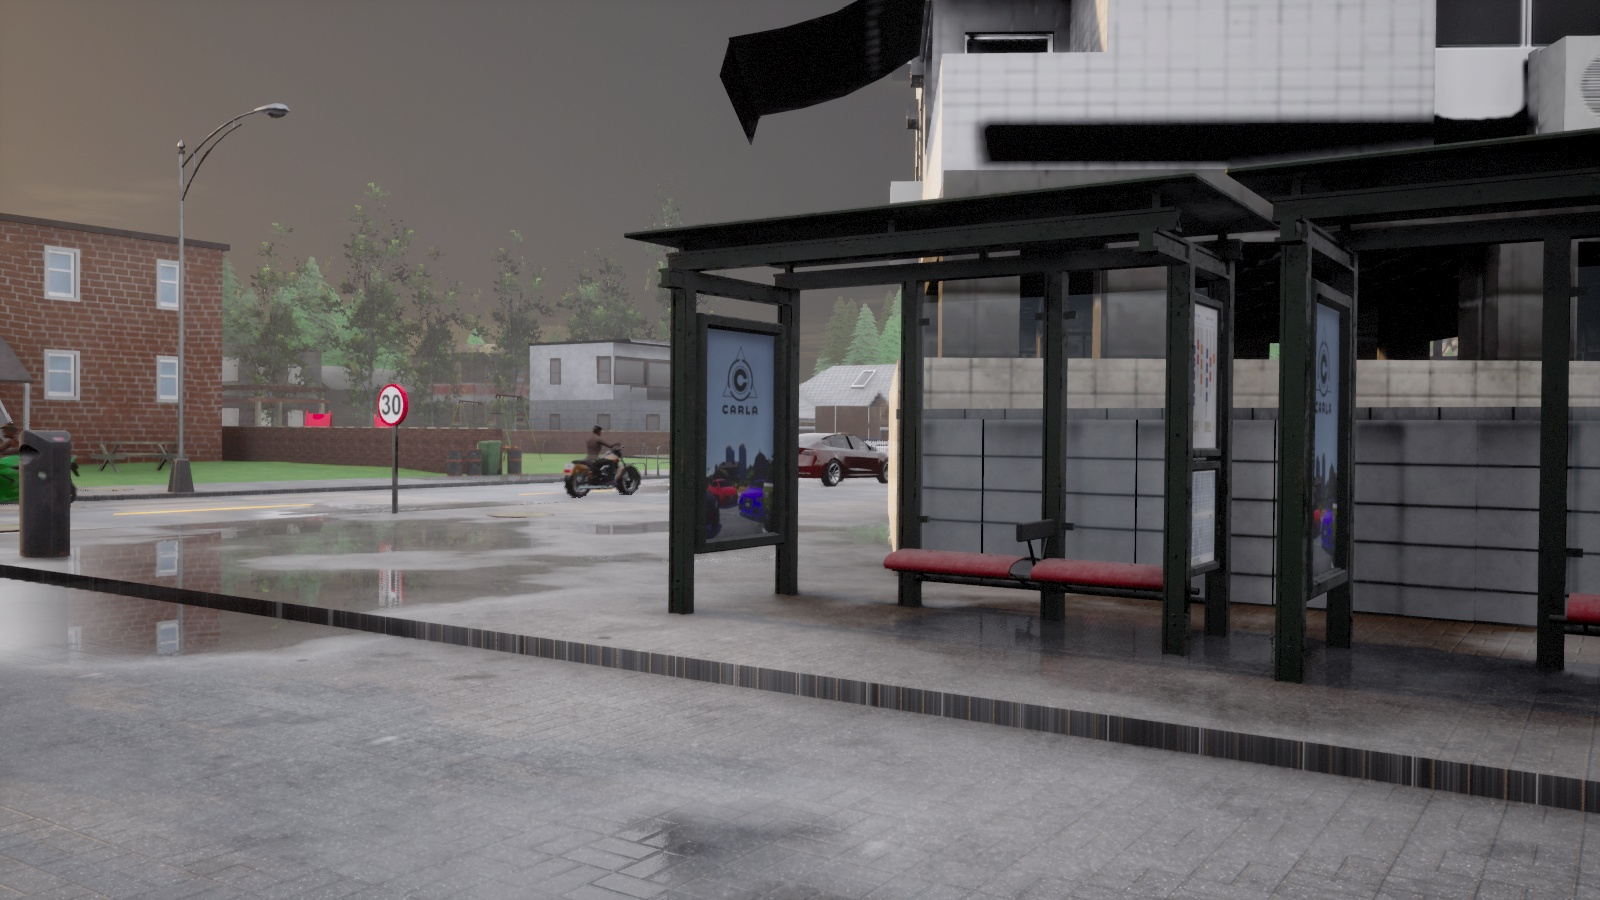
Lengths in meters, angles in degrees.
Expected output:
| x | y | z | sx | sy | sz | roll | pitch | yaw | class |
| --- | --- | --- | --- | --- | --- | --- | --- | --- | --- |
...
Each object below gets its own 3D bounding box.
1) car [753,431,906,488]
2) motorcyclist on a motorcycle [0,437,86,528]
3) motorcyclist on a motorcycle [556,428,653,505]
| x | y | z | sx | sy | sz | roll | pitch | yaw | class |
| --- | --- | --- | --- | --- | --- | --- | --- | --- | --- |
| 0.929 | 0.229 | 36.195 | 2.163 | 1.488 | 4.792 | 0 | 1 | 34 | car |
| -13.556 | 0.541 | 21.605 | 0.797 | 1.523 | 2.044 | 0 | 1 | 34 | motorcyclist on a motorcycle |
| -4.360 | 0.336 | 28.227 | 0.766 | 1.649 | 2.350 | 0 | 1 | 34 | motorcyclist on a motorcycle |
